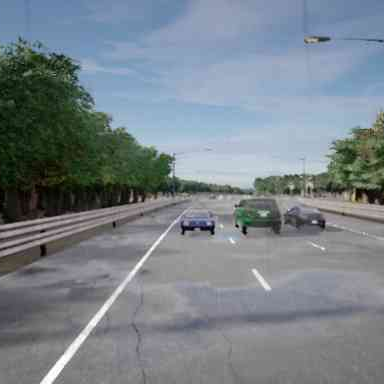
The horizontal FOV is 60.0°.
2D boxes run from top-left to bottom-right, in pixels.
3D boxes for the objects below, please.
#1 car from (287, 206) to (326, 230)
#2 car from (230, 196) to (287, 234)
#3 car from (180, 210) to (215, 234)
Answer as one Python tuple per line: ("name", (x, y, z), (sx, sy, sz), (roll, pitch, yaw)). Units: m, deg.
("car", (7.426, 1.650, 22.273), (1.812, 1.442, 4.674), (0, 0, 2))
("car", (3.862, 1.334, 20.295), (2.150, 2.045, 5.566), (0, 0, 1))
("car", (0.352, 1.709, 19.815), (1.895, 1.301, 4.718), (0, 0, 1))
